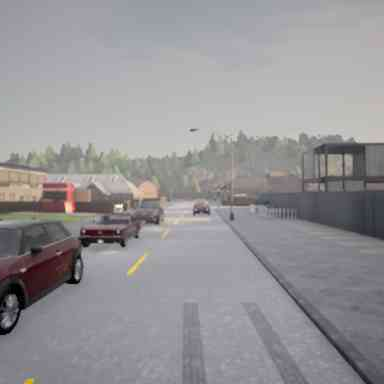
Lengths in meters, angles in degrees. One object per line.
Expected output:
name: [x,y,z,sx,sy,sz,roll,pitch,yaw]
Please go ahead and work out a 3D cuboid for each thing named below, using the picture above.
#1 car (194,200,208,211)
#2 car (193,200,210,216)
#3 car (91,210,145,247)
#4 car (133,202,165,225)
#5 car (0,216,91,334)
car: [1.337,1.892,47.668,1.882,1.535,5.008,0,0,2]
car: [1.068,1.924,37.162,1.895,1.301,4.718,0,0,2]
car: [-3.693,1.734,15.839,1.895,1.301,4.718,0,0,2]
car: [-3.399,1.574,25.994,2.097,1.767,4.553,0,0,2]
car: [-3.942,1.407,6.830,2.097,1.767,4.553,0,0,2]
